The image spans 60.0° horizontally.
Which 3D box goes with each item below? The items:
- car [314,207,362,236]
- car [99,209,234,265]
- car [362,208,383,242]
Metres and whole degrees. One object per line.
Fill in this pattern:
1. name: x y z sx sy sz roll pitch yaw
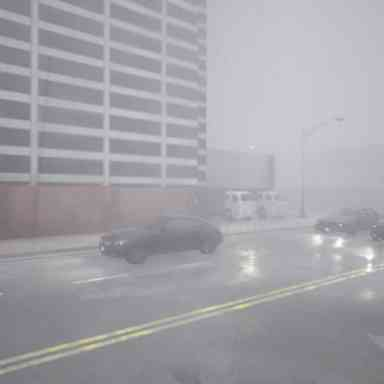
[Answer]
1. car: 9.305 1.597 19.114 5.357 1.411 2.033 0 0 -35
2. car: -0.937 1.542 11.911 4.674 1.442 1.812 0 0 -35
3. car: 10.298 1.523 15.538 5.008 1.535 1.882 1 0 -35
